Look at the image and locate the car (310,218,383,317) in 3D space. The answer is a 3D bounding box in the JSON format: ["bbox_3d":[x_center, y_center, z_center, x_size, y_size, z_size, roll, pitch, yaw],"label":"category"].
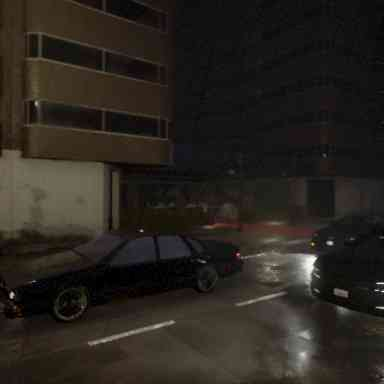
[{"bbox_3d":[4.649,1.516,7.276,5.008,1.535,1.882,1,0,-35],"label":"car"}]

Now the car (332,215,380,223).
[{"bbox_3d":[6.513,1.625,12.863,4.181,1.385,1.994,0,0,-34],"label":"car"}]

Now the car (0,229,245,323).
[{"bbox_3d":[-1.247,1.563,7.388,5.357,1.411,2.033,0,0,-35],"label":"car"}]
